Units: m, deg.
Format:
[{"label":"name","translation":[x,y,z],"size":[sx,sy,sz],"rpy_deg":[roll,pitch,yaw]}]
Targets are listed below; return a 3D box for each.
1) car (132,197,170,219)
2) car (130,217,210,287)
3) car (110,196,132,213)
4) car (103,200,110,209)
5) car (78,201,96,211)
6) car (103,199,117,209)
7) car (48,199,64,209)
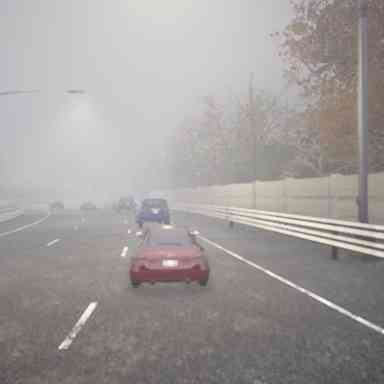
[{"label":"car","translation":[-2.998,1.412,24.466],"size":[2.150,2.045,5.566],"rpy_deg":[0,0,-13]},{"label":"car","translation":[-0.696,1.637,9.678],"size":[1.994,1.385,4.181],"rpy_deg":[0,-1,-6]},{"label":"car","translation":[-8.463,1.546,41.527],"size":[2.150,2.045,5.566],"rpy_deg":[0,0,-21]},{"label":"car","translation":[-11.505,1.936,49.569],"size":[2.033,1.411,5.357],"rpy_deg":[0,0,-21]},{"label":"car","translation":[-15.200,1.947,48.131],"size":[1.994,1.385,4.181],"rpy_deg":[0,0,-26]},{"label":"car","translation":[-13.813,1.985,55.741],"size":[2.033,1.411,5.357],"rpy_deg":[0,0,-17]},{"label":"car","translation":[-21.487,1.929,52.469],"size":[1.837,1.490,4.892],"rpy_deg":[0,-1,-29]}]
